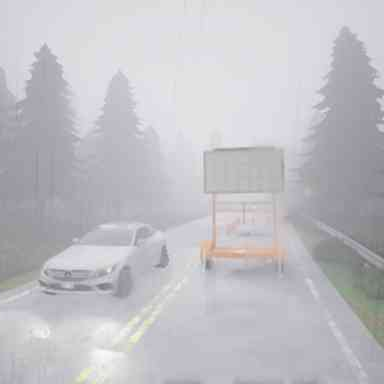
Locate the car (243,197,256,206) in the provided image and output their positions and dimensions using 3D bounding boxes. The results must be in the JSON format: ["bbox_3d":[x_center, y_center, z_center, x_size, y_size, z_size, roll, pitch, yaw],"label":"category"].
[{"bbox_3d":[9.114,1.488,52.975,2.033,1.411,5.357,0,0,5],"label":"car"}]

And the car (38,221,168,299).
[{"bbox_3d":[-1.956,1.546,8.764,1.812,1.442,4.674,-1,0,12],"label":"car"}]

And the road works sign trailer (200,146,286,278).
[{"bbox_3d":[1.592,0.437,10.161,2.380,3.560,2.880,-1,0,13],"label":"road works sign trailer"}]
